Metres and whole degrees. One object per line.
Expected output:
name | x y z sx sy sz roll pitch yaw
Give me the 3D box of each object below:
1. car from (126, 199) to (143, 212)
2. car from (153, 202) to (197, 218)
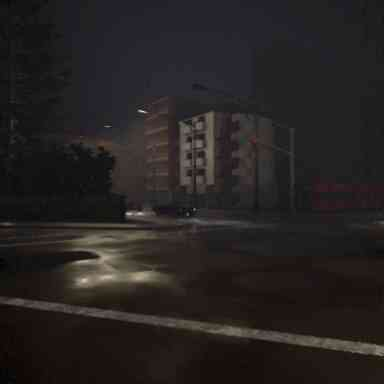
car | -7.238 1.515 37.733 1.994 1.385 4.181 0 0 -35
car | -1.598 1.553 29.685 1.895 1.301 4.718 0 0 -35
